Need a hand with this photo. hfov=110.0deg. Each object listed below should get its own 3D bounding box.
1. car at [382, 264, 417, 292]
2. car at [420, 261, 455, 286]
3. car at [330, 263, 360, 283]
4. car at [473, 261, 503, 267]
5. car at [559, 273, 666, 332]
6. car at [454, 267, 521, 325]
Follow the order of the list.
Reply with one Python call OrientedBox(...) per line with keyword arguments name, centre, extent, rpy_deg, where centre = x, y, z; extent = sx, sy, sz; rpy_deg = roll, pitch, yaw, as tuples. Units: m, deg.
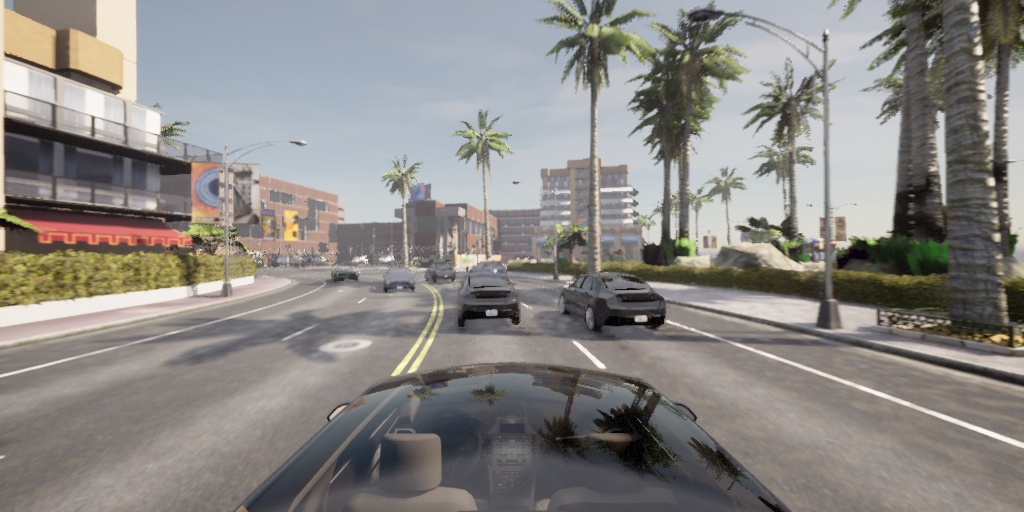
OrientedBox(name="car", centre=(-7.159, 1.423, 22.823), extent=(2.033, 1.411, 5.357), rpy_deg=(0, 0, -18))
OrientedBox(name="car", centre=(-6.058, 1.378, 30.008), extent=(2.128, 1.511, 4.902), rpy_deg=(0, 0, -23))
OrientedBox(name="car", centre=(-14.443, 1.566, 31.042), extent=(1.895, 1.301, 4.718), rpy_deg=(0, 0, -29))
OrientedBox(name="car", centre=(-2.004, 1.199, 29.285), extent=(2.097, 1.767, 4.553), rpy_deg=(0, 0, -21))
OrientedBox(name="car", centre=(2.785, 1.256, 10.943), extent=(1.837, 1.490, 4.892), rpy_deg=(0, 0, -7))
OrientedBox(name="car", centre=(-0.901, 1.293, 12.041), extent=(1.837, 1.490, 4.892), rpy_deg=(0, 0, -8))
